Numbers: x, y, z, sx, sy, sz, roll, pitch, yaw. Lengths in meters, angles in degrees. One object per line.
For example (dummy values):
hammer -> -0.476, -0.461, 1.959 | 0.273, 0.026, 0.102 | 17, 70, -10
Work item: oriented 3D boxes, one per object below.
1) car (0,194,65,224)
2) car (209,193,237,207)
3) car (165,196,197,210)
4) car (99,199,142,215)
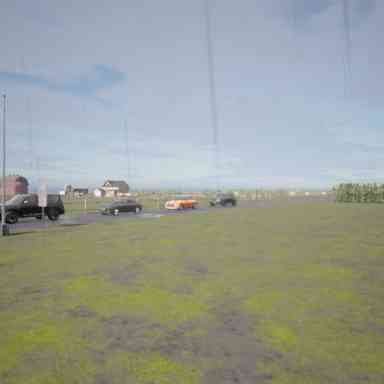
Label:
car -> -12.381, 1.192, 25.124 | 2.150, 2.045, 5.566 | 1, 0, 33
car -> 4.831, 1.174, 50.830 | 2.150, 2.045, 5.566 | 1, 1, 34
car -> -1.341, 1.308, 41.673 | 2.097, 1.767, 4.553 | 1, 0, 34
car -> -7.055, 1.468, 33.130 | 1.837, 1.490, 4.892 | 1, 0, 34
